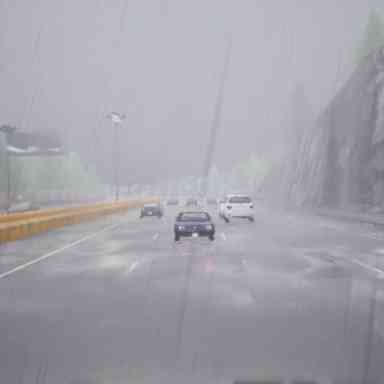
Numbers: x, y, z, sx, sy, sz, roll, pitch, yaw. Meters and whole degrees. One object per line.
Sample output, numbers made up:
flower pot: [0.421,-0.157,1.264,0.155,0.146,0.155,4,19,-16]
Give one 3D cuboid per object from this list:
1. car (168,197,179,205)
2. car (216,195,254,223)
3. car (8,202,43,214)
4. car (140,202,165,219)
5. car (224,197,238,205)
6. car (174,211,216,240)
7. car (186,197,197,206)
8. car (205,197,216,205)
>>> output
car: [-3.508,1.722,63.381,1.994,1.385,4.181,-1,0,0]
car: [3.402,1.229,25.902,2.150,2.045,5.566,-1,0,0]
car: [-17.693,1.806,35.592,1.812,1.442,4.674,-1,0,0]
car: [-3.598,1.626,30.718,1.812,1.442,4.674,-1,0,0]
car: [6.984,1.625,59.999,1.895,1.301,4.718,-1,0,0]
car: [0.080,1.631,17.118,1.895,1.301,4.718,-1,0,-1]
car: [-0.020,1.600,58.975,2.128,1.511,4.902,-1,0,0]
car: [3.477,1.615,60.224,2.033,1.411,5.357,-1,0,0]
